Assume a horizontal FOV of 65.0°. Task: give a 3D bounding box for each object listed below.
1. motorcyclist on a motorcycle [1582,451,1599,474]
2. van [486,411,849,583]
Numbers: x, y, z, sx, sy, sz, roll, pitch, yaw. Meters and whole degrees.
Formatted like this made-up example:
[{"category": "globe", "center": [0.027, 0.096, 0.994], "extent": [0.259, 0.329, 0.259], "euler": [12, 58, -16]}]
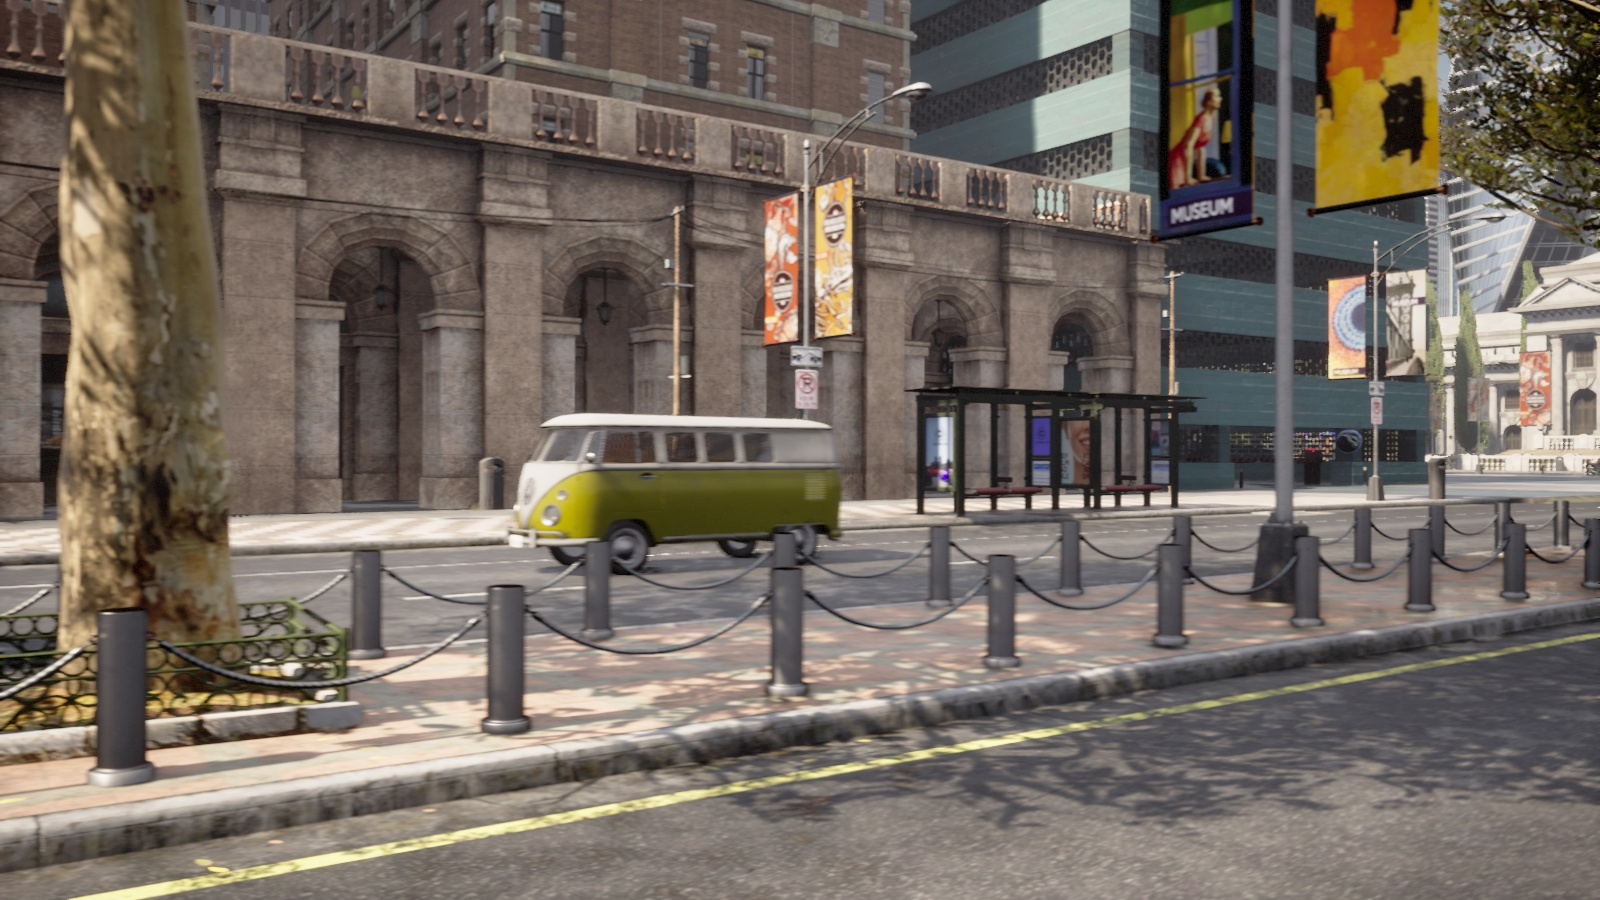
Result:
[{"category": "motorcyclist on a motorcycle", "center": [52.679, 0.818, 82.498], "extent": [0.797, 1.523, 2.044], "euler": [0, 0, -35]}, {"category": "van", "center": [-1.663, 0.542, 16.514], "extent": [4.442, 1.987, 1.775], "euler": [0, 0, -35]}]
